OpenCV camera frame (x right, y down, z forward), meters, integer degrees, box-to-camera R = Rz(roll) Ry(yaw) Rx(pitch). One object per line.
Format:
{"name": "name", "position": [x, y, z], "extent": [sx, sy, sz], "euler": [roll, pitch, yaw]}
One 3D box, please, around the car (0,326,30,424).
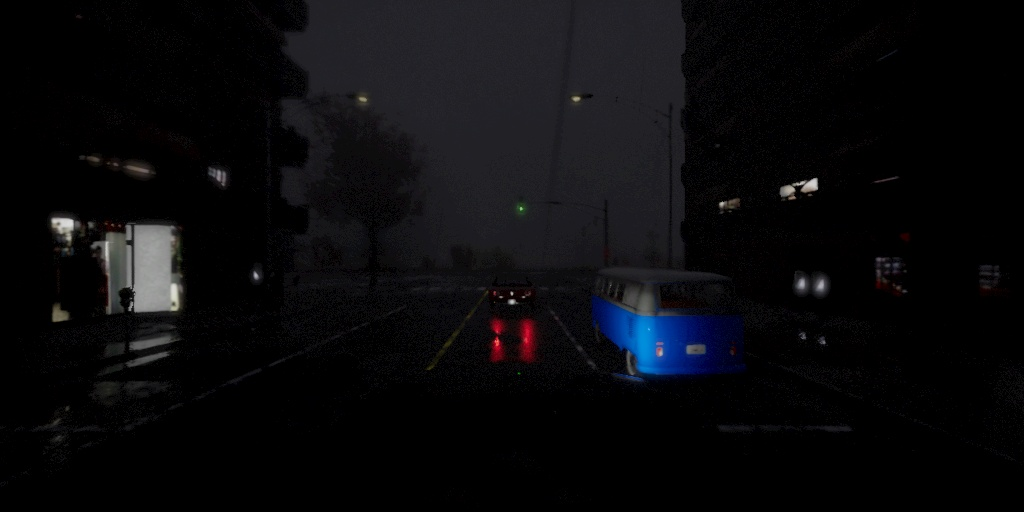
{"name": "car", "position": [-5.691, 1.062, 1.354], "extent": [2.192, 1.841, 5.009], "euler": [0, 0, 0]}

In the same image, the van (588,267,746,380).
{"name": "van", "position": [2.691, 1.139, 7.064], "extent": [1.690, 1.789, 3.998], "euler": [0, 0, 0]}

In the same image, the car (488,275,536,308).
{"name": "car", "position": [0.007, 1.478, 15.943], "extent": [1.895, 1.301, 4.718], "euler": [0, 0, 0]}
